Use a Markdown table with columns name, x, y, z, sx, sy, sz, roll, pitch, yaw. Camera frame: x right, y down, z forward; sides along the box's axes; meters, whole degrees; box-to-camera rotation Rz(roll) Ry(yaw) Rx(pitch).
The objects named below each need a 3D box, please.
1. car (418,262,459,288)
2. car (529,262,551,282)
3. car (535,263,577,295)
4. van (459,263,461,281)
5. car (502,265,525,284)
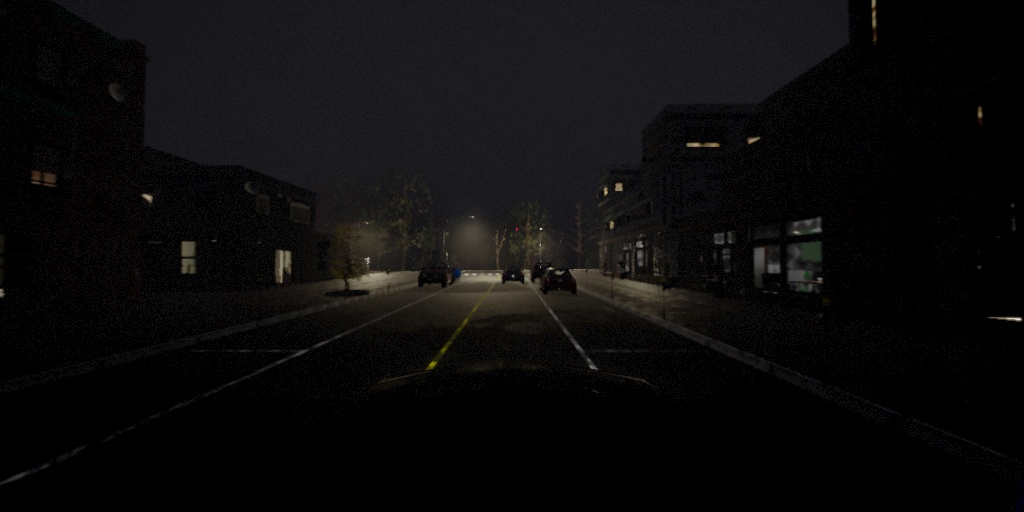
| name | x | y | z | sx | sy | sz | roll | pitch | yaw |
| --- | --- | --- | --- | --- | --- | --- | --- | --- | --- |
| car | -5.686 | 1.361 | 27.402 | 2.192 | 1.841 | 5.009 | 0 | 0 | 0 |
| car | 2.708 | 1.423 | 32.956 | 2.192 | 1.841 | 5.009 | 0 | 0 | 0 |
| car | 2.694 | 1.424 | 21.871 | 1.967 | 1.591 | 4.097 | 0 | 0 | 0 |
| van | -5.699 | 1.449 | 32.944 | 1.690 | 1.789 | 3.998 | 0 | 0 | 0 |
| car | 0.101 | 1.658 | 31.705 | 1.994 | 1.385 | 4.181 | 0 | -1 | 0 |
